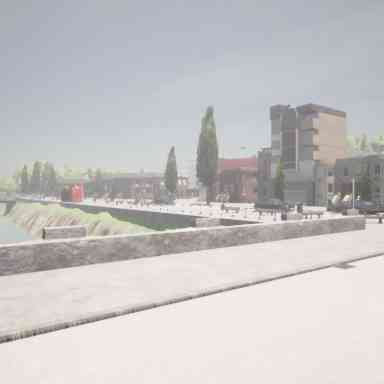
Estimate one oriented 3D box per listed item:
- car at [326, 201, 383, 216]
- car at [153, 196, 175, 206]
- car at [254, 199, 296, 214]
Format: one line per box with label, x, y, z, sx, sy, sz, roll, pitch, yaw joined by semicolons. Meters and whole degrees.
car;16.130;1.547;32.998;2.033;1.411;5.357;0;0;-37
car;-4.698;1.506;54.774;1.837;1.490;4.892;0;-1;-35
car;8.858;1.501;35.790;1.837;1.490;4.892;0;1;-36
